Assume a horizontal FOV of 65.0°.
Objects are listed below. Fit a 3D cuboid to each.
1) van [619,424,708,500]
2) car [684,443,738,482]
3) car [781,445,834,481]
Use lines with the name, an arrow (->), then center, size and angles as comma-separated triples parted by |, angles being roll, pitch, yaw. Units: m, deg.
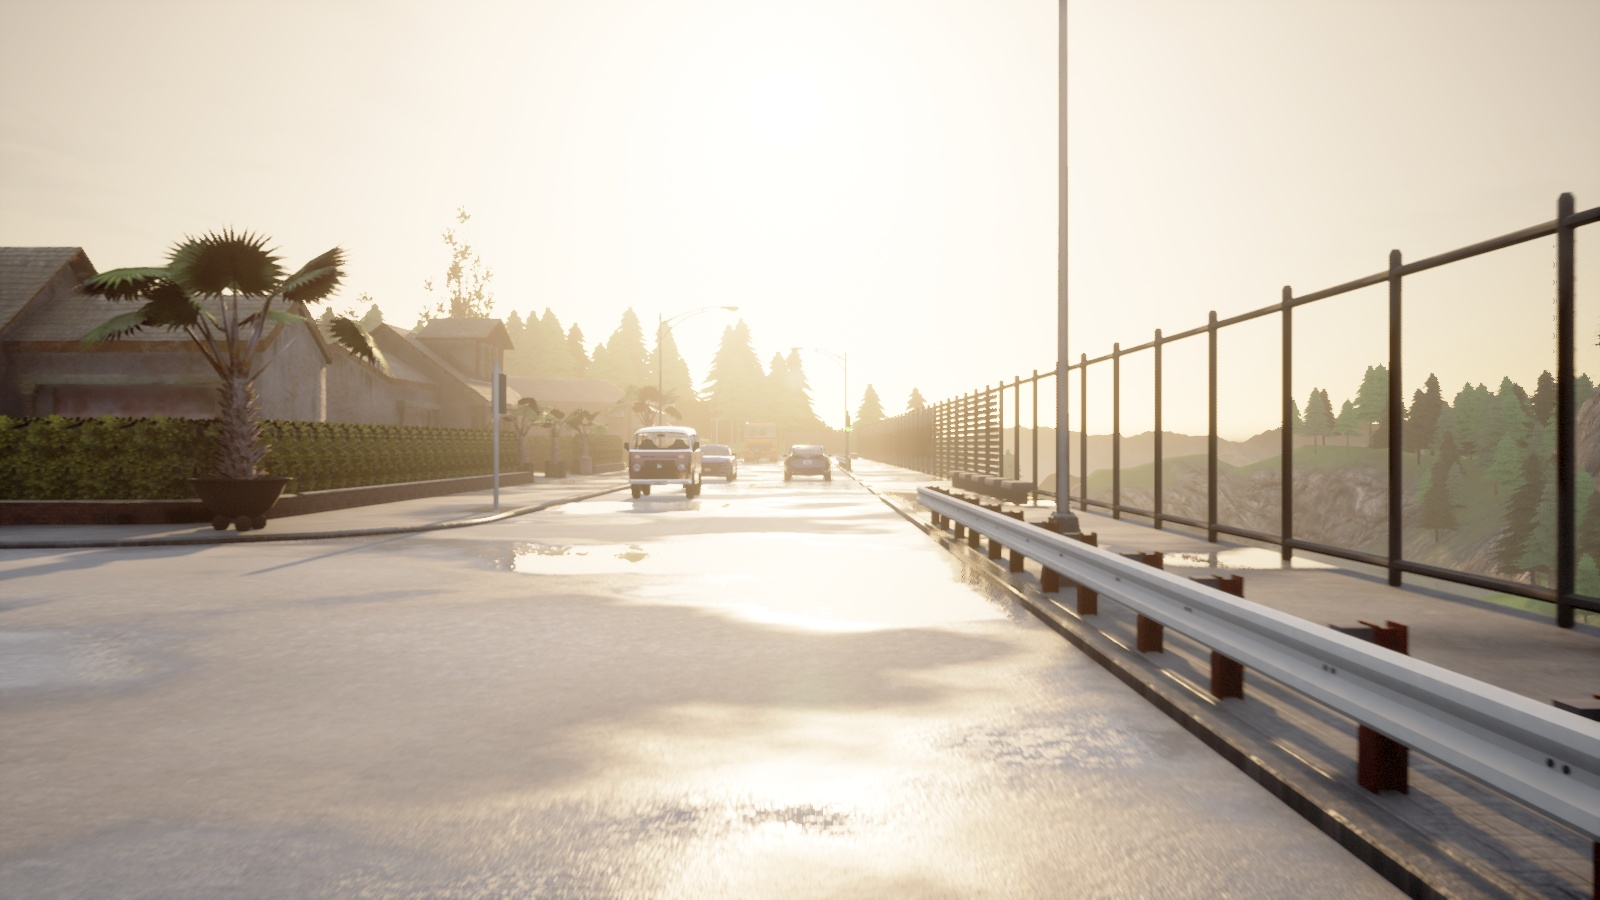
van -> -3.805, 0.314, 35.821 | 2.069, 2.038, 4.480 | 0, 0, 0
car -> -3.684, 0.497, 52.564 | 1.882, 1.535, 5.008 | 0, 0, 0
car -> 0.321, 0.520, 53.342 | 2.163, 1.488, 4.792 | 0, 0, 0
